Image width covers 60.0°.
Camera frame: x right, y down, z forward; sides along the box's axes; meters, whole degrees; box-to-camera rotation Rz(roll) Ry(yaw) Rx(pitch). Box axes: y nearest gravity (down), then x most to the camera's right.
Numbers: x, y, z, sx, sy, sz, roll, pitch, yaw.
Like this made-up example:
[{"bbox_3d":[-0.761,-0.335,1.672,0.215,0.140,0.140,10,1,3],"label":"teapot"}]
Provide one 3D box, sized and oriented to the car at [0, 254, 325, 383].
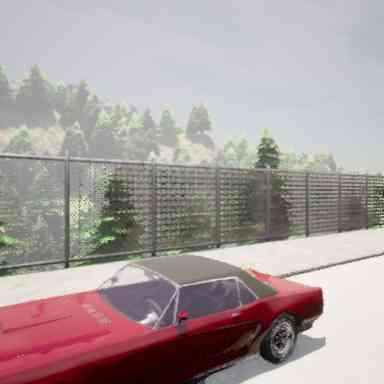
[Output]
[{"bbox_3d":[-0.436,1.601,4.294,4.718,1.301,1.895,0,0,-36],"label":"car"}]
